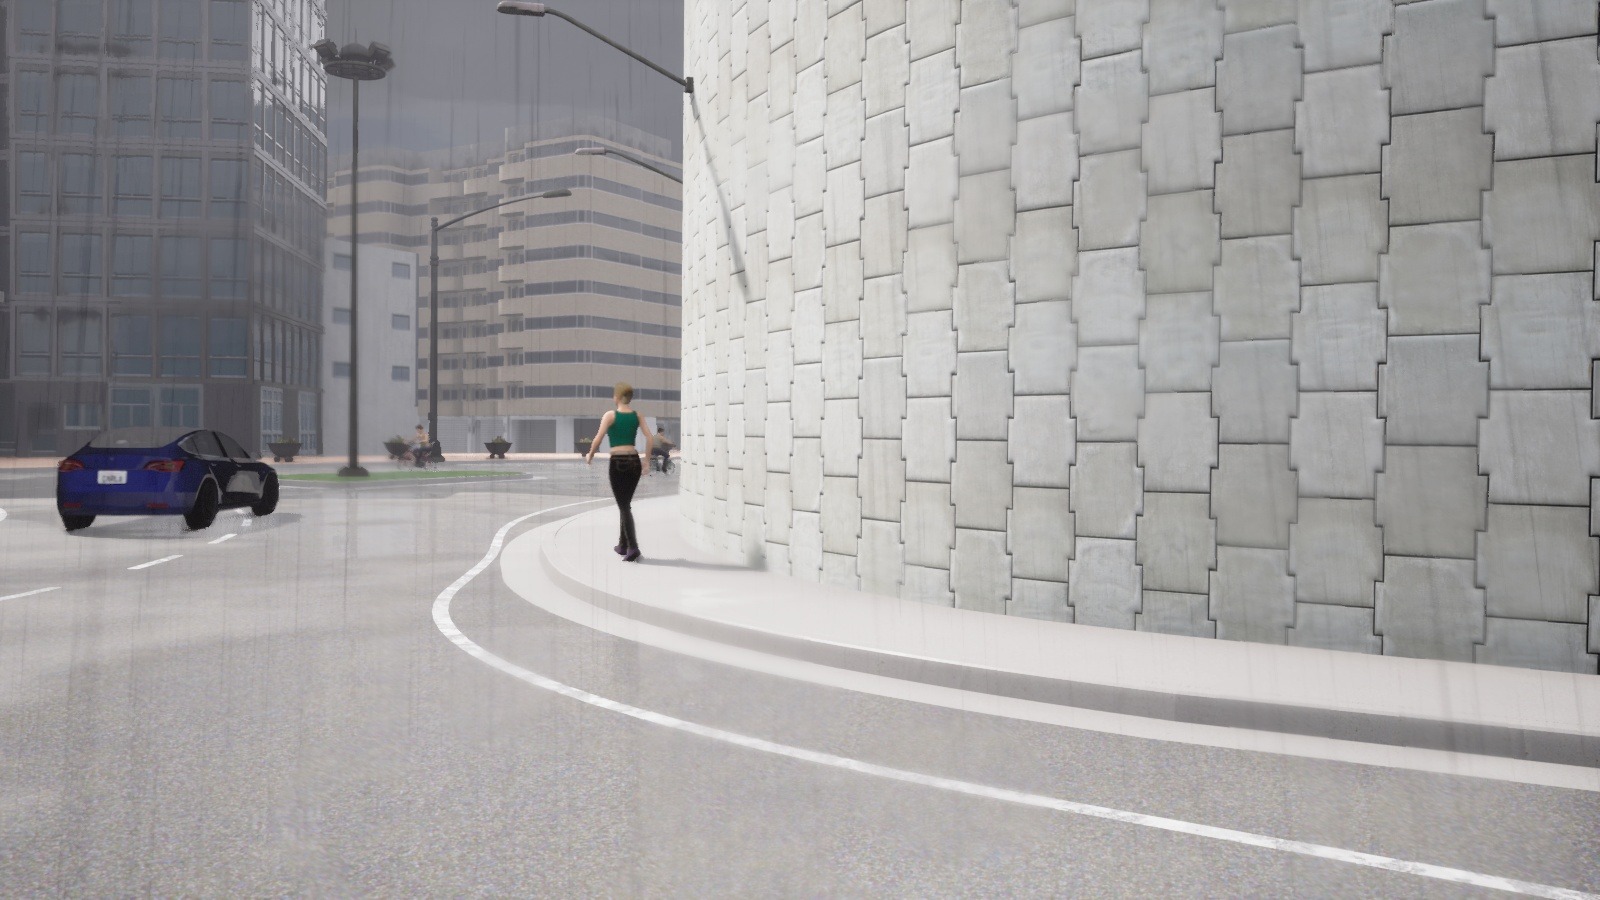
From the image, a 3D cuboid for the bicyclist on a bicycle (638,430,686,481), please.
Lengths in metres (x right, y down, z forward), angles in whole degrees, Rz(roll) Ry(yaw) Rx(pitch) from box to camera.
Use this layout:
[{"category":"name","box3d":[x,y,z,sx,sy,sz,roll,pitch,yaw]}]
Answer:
[{"category":"bicyclist on a bicycle","box3d":[-4.469,0.152,40.769,0.866,1.612,1.509,0,1,28]}]

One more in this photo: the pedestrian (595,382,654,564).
[{"category":"pedestrian","box3d":[-1.822,0.225,12.997,0.345,1.836,0.594,-1,1,-36]}]

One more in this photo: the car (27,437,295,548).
[{"category":"car","box3d":[-9.710,0.551,19.599,2.163,1.488,4.792,-1,1,-6]}]

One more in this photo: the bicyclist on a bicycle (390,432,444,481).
[{"category":"bicyclist on a bicycle","box3d":[-12.828,0.210,42.083,0.866,1.612,1.509,0,1,37]}]
